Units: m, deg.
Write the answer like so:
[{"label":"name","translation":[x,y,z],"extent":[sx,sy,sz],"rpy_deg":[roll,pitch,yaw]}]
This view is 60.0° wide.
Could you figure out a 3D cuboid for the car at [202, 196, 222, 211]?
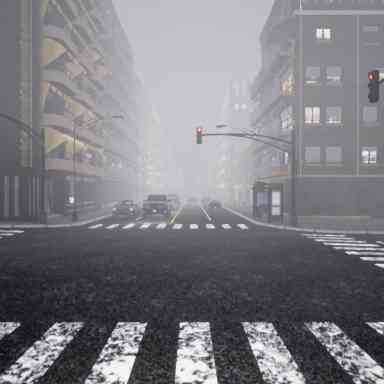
[{"label":"car","translation":[2.657,1.548,40.419],"extent":[2.008,1.369,4.403],"rpy_deg":[0,0,0]}]

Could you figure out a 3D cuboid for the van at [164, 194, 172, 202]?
[{"label":"van","translation":[-5.753,1.337,79.889],"extent":[1.690,1.788,3.998],"rpy_deg":[0,0,0]}]

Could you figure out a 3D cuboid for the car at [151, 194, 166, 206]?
[{"label":"car","translation":[-5.737,1.312,57.333],"extent":[2.192,1.841,5.009],"rpy_deg":[0,0,0]}]

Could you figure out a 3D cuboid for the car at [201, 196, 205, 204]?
[{"label":"car","translation":[2.653,1.542,46.057],"extent":[1.887,1.381,4.507],"rpy_deg":[0,0,0]}]

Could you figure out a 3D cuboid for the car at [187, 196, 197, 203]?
[{"label":"car","translation":[0.046,1.561,69.642],"extent":[1.994,1.385,4.181],"rpy_deg":[0,0,0]}]

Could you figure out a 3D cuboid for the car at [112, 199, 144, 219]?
[{"label":"car","translation":[-5.715,1.438,29.140],"extent":[1.967,1.590,4.097],"rpy_deg":[0,0,0]}]

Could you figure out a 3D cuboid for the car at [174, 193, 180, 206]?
[{"label":"car","translation":[-3.117,1.217,54.972],"extent":[2.150,2.045,5.566],"rpy_deg":[0,0,0]}]

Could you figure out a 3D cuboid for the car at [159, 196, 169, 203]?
[{"label":"car","translation":[-5.744,1.522,68.441],"extent":[1.752,1.417,4.829],"rpy_deg":[0,0,0]}]

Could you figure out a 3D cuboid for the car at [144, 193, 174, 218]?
[{"label":"car","translation":[-3.123,1.219,30.342],"extent":[2.150,2.045,5.566],"rpy_deg":[0,0,0]}]

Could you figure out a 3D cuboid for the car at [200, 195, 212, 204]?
[{"label":"car","translation":[2.640,1.437,62.974],"extent":[1.967,1.590,4.097],"rpy_deg":[0,0,0]}]

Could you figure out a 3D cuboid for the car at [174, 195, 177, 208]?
[{"label":"car","translation":[-3.128,1.501,40.453],"extent":[1.837,1.490,4.892],"rpy_deg":[0,0,0]}]
